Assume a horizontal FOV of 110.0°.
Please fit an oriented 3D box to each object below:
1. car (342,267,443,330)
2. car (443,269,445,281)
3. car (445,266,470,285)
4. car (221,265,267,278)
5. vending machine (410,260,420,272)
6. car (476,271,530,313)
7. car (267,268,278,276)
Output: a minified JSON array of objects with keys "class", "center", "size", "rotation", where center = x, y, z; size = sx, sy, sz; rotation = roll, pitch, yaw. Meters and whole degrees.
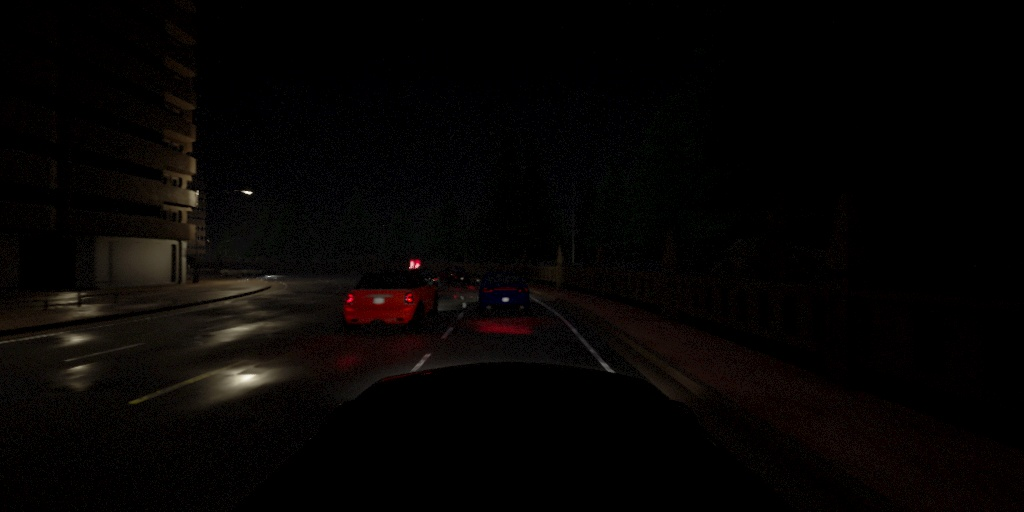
[{"class":"car","center":[-3.709,1.221,11.771],"size":[2.097,1.767,4.553],"rotation":[0,0,-4]},{"class":"car","center":[-6.389,1.564,25.063],"size":[2.033,1.411,5.357],"rotation":[0,-1,-21]},{"class":"car","center":[-4.936,1.601,30.247],"size":[1.812,1.442,4.674],"rotation":[1,-1,-26]},{"class":"car","center":[-30.861,1.799,40.987],"size":[4.718,1.301,1.895],"rotation":[0,-1,23]},{"class":"vending machine","center":[-12.548,1.457,46.537],"size":[0.880,2.100,1.100],"rotation":[0,0,41]},{"class":"car","center":[-0.458,1.378,14.876],"size":[1.882,1.535,5.008],"rotation":[0,-1,-6]},{"class":"car","center":[-32.275,1.795,45.308],"size":[5.357,1.411,2.033],"rotation":[0,-1,19]}]
